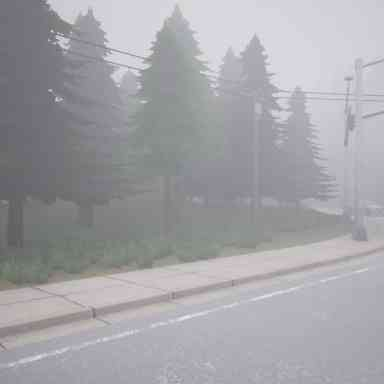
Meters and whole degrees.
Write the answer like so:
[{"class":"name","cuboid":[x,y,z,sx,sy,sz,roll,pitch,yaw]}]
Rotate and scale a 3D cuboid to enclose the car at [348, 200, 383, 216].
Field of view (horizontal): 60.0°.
[{"class":"car","cuboid":[17.232,1.526,32.822,1.812,1.442,4.674,0,0,-5]}]
